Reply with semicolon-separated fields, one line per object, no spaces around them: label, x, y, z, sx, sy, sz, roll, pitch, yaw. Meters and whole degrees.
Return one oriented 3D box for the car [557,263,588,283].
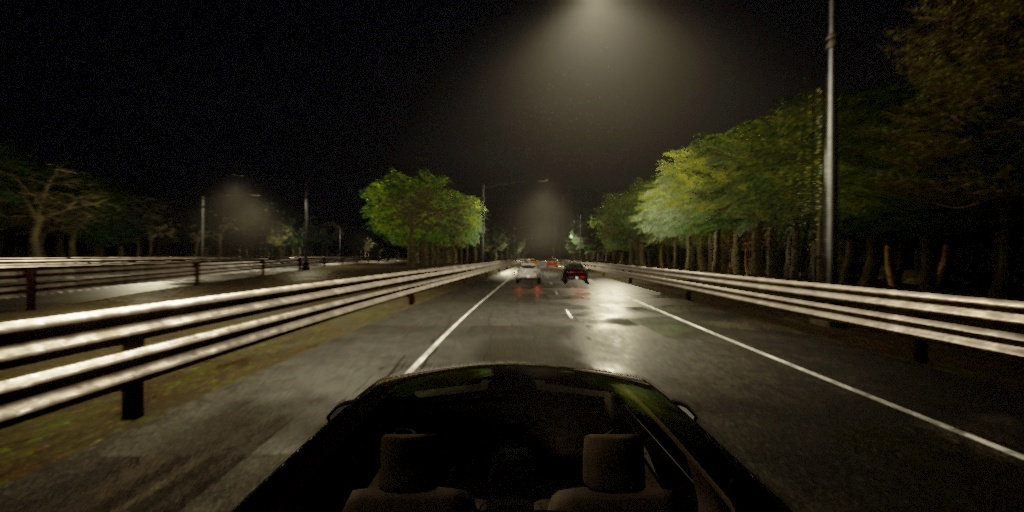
car;4.823;1.315;28.175;1.837;1.490;4.892;1;0;4

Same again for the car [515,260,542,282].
car;1.355;1.299;28.731;1.812;1.442;4.674;1;0;4
